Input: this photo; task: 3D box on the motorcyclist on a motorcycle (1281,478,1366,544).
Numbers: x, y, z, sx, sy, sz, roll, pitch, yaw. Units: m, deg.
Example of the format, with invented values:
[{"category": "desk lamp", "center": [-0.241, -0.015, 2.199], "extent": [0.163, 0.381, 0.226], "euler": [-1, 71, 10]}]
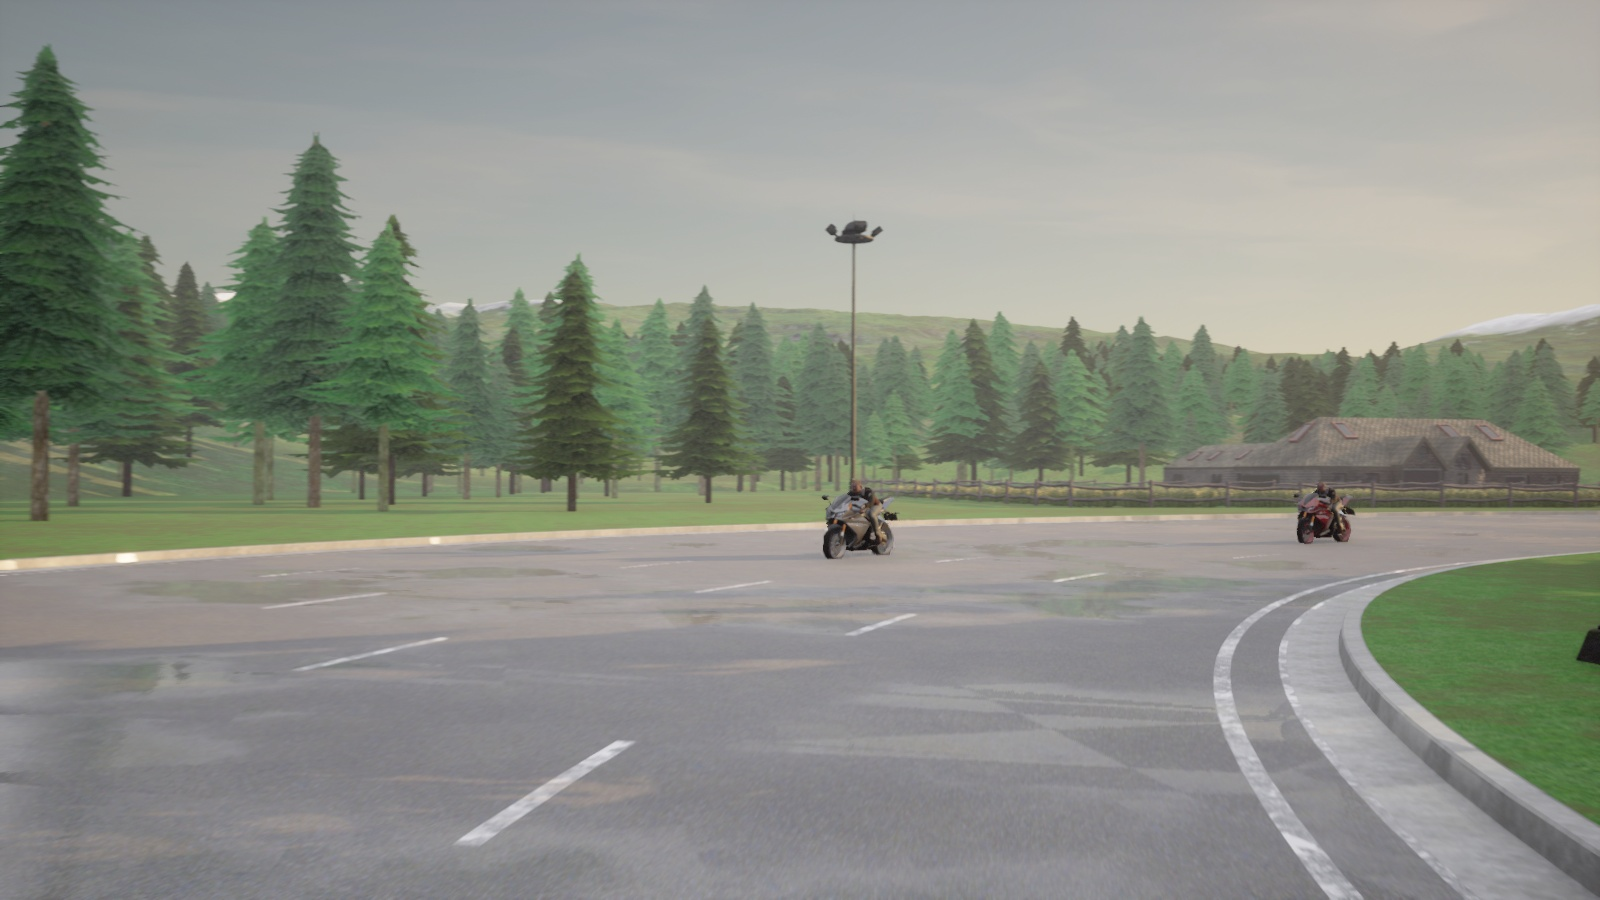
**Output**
[{"category": "motorcyclist on a motorcycle", "center": [12.650, 1.437, 30.320], "extent": [2.191, 1.530, 0.866], "euler": [1, -1, -36]}]

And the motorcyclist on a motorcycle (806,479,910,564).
[{"category": "motorcyclist on a motorcycle", "center": [1.137, 1.340, 24.130], "extent": [0.866, 1.530, 2.191], "euler": [0, -1, 38]}]
